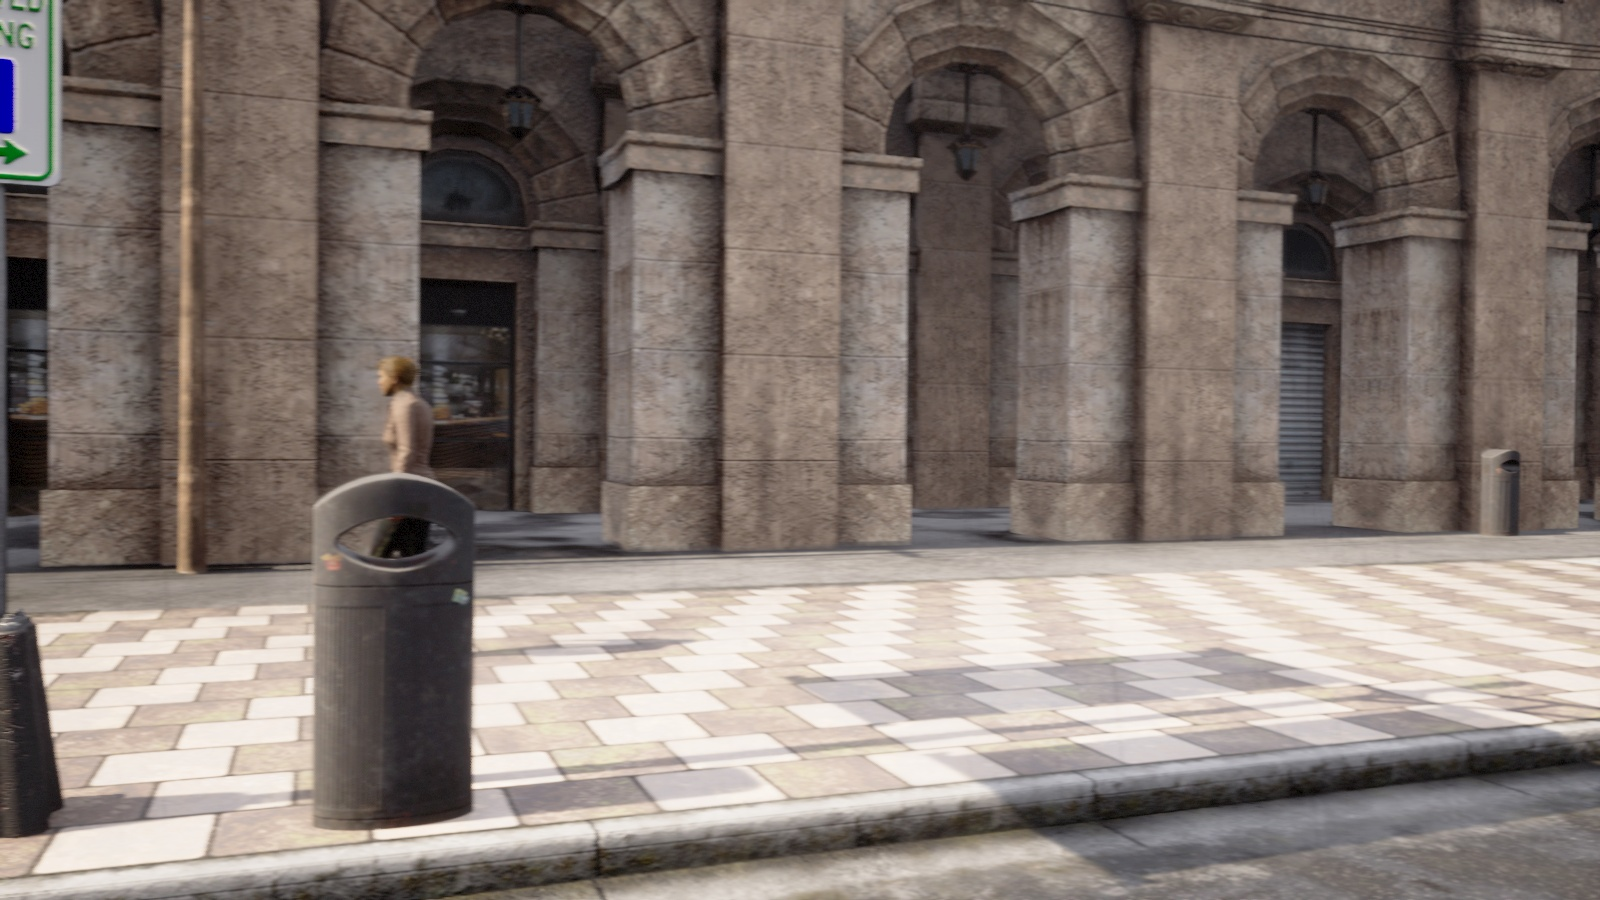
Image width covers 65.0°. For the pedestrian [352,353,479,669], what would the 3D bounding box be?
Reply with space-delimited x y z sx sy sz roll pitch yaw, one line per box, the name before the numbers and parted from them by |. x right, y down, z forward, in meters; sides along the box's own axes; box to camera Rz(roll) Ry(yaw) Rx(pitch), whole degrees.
pedestrian | -2.293 0.357 7.523 0.634 1.846 0.331 -1 1 -2
